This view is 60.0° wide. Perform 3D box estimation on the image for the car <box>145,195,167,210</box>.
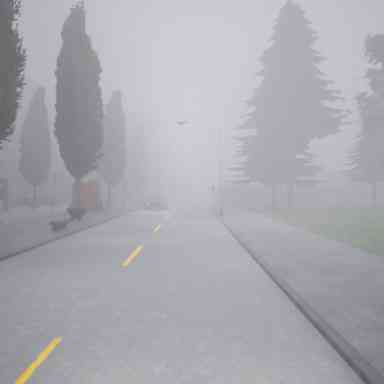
[{"bbox_3d":[-4.023,1.124,38.003,2.097,1.767,4.553,0,0,0],"label":"car"}]
